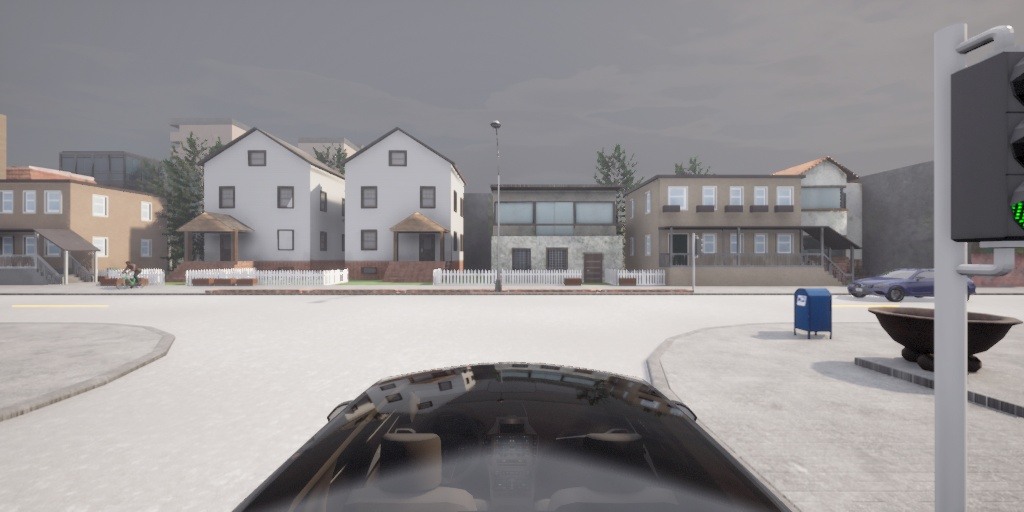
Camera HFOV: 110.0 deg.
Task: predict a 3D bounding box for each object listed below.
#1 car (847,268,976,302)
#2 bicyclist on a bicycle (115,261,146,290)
[{"bbox_3d":[18.187,1.286,16.389,4.674,1.442,1.812,0,0,0],"label":"car"},{"bbox_3d":[-21.872,1.113,20.591,0.582,1.620,1.656,0,0,0],"label":"bicyclist on a bicycle"}]
